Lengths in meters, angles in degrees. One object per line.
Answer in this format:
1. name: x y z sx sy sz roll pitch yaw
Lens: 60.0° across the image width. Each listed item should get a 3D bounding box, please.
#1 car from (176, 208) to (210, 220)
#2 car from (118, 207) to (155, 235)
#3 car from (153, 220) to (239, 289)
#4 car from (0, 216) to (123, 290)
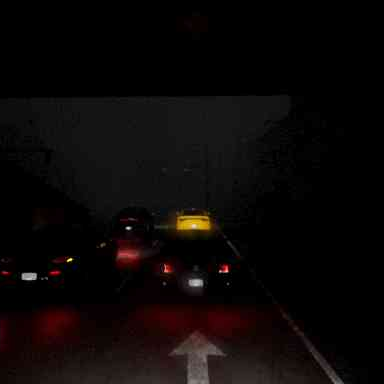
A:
1. car: 0.081 1.681 20.164 1.882 1.535 5.008 0 -1 0
2. car: -3.421 1.709 20.283 1.837 1.490 4.892 0 -1 0
3. car: 0.093 1.696 9.402 1.895 1.301 4.718 0 -1 0
4. car: -3.411 1.620 9.277 1.812 1.442 4.674 0 0 0
